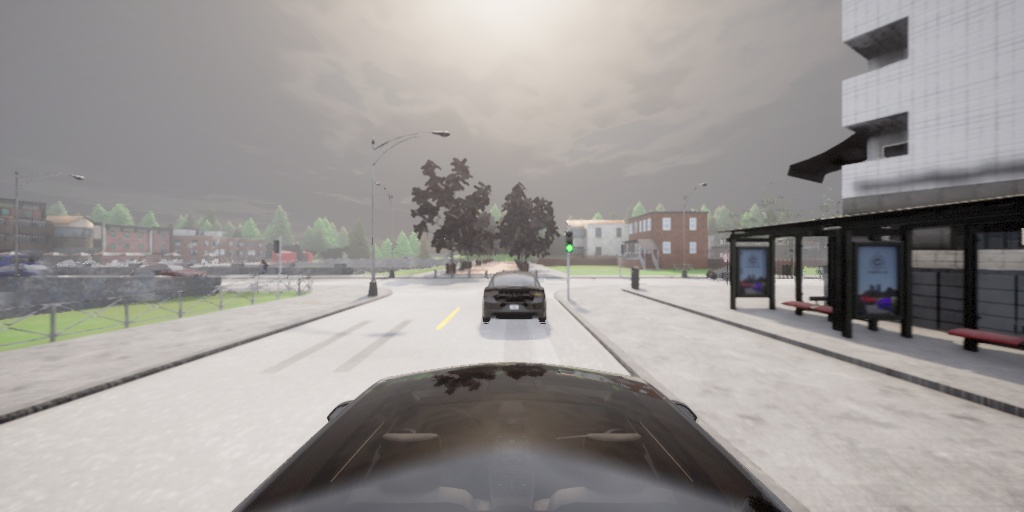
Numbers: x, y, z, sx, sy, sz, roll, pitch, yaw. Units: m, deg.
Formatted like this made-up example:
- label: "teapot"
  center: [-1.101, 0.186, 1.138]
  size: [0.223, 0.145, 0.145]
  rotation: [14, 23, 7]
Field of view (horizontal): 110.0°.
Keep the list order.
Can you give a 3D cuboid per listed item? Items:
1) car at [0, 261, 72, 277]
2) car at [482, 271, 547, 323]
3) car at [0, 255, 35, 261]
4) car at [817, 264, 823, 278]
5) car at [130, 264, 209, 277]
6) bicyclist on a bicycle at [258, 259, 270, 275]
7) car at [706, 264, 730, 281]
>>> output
- label: "car"
  center: [-34.266, 1.271, 25.476]
  size: [4.674, 1.442, 1.812]
  rotation: [0, 0, 0]
- label: "car"
  center: [0.079, 1.226, 12.110]
  size: [1.882, 1.535, 5.008]
  rotation: [0, 0, 0]
- label: "car"
  center: [-42.661, 0.966, 29.558]
  size: [5.566, 2.045, 2.150]
  rotation: [0, 0, 0]
- label: "car"
  center: [28.624, 0.965, 29.697]
  size: [5.566, 2.045, 2.150]
  rotation: [0, 0, 0]
- label: "car"
  center: [-24.299, 1.271, 25.488]
  size: [4.674, 1.442, 1.812]
  rotation: [0, 0, 0]
- label: "bicyclist on a bicycle"
  center: [-23.434, 1.092, 33.867]
  size: [0.582, 1.620, 1.656]
  rotation: [0, 0, 0]
- label: "car"
  center: [18.445, 1.308, 29.695]
  size: [4.181, 1.385, 1.994]
  rotation: [0, 0, 0]
